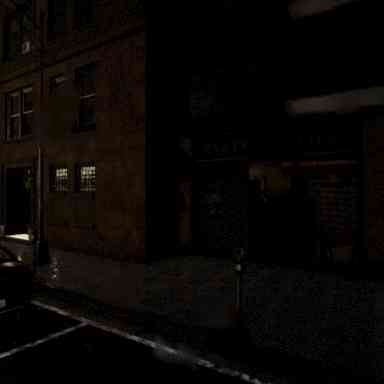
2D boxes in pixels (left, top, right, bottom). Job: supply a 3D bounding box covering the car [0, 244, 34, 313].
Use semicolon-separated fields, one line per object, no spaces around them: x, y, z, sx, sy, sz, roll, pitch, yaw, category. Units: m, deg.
-4.845;1.551;6.524;4.403;1.369;2.008;0;0;35;car
